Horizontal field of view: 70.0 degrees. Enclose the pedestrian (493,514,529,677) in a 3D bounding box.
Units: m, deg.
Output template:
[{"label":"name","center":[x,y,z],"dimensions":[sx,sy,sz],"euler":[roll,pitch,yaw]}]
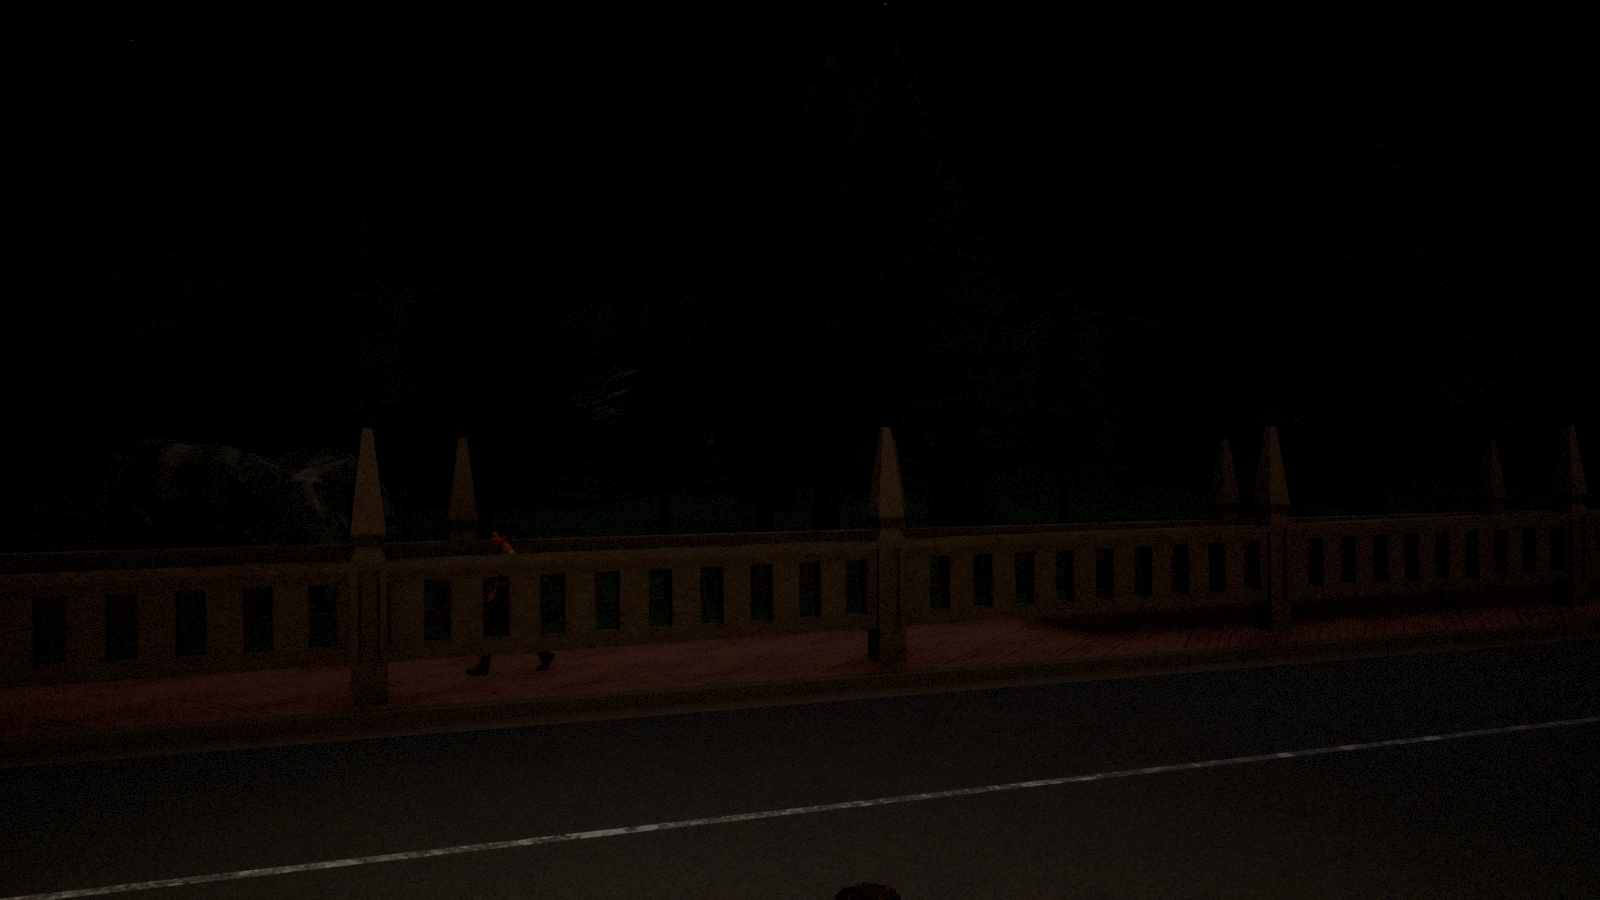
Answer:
[{"label":"pedestrian","center":[-3.406,1.694,13.456],"dimensions":[0.375,1.860,0.375],"euler":[0,0,-20]}]
